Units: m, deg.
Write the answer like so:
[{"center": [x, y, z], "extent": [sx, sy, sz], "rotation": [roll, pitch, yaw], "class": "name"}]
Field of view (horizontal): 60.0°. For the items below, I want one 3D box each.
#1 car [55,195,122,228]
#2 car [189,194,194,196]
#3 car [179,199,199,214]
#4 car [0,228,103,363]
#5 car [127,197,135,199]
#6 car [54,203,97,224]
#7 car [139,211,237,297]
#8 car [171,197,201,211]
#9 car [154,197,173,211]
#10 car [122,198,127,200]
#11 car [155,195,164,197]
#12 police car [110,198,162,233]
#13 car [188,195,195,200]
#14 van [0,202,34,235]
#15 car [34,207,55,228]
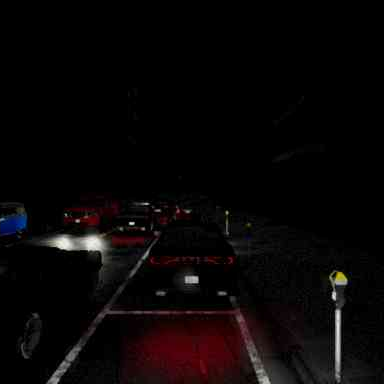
[{"center": [-6.246, 1.223, 20.932], "extent": [2.150, 2.045, 5.566], "rotation": [0, 0, 0], "class": "car"}, {"center": [-0.257, 1.501, 84.576], "extent": [1.967, 1.590, 4.097], "rotation": [0, 0, 0], "class": "car"}, {"center": [-0.290, 1.557, 36.484], "extent": [2.008, 1.369, 4.403], "rotation": [0, 0, 0], "class": "car"}, {"center": [-3.047, 1.601, 5.817], "extent": [1.895, 1.301, 4.718], "rotation": [0, 0, 0], "class": "car"}, {"center": [-8.815, 1.591, 41.985], "extent": [1.802, 1.307, 4.206], "rotation": [0, 0, 0], "class": "car"}, {"center": [-8.815, 1.585, 25.481], "extent": [1.802, 1.307, 4.206], "rotation": [0, 0, 0], "class": "car"}, {"center": [-0.006, 1.478, 8.650], "extent": [1.882, 1.535, 5.008], "rotation": [0, 0, 0], "class": "car"}, {"center": [-0.290, 1.443, 25.481], "extent": [1.967, 1.590, 4.097], "rotation": [0, 0, 0], "class": "car"}, {"center": [-3.049, 1.531, 33.460], "extent": [1.812, 1.442, 4.674], "rotation": [0, 0, 0], "class": "car"}, {"center": [-8.815, 1.572, 36.483], "extent": [1.947, 1.339, 4.313], "rotation": [0, 0, 0], "class": "car"}, {"center": [-8.782, 1.643, 84.589], "extent": [1.802, 1.307, 4.206], "rotation": [0, 0, 0], "class": "car"}, {"center": [-3.146, 1.427, 19.934], "extent": [1.930, 1.638, 5.238], "rotation": [0, 0, 0], "class": "police car"}, {"center": [-0.237, 1.636, 95.394], "extent": [2.008, 1.369, 4.403], "rotation": [0, 0, 0], "class": "car"}, {"center": [-8.815, 1.342, 14.478], "extent": [1.690, 1.788, 3.998], "rotation": [0, 0, 0], "class": "van"}, {"center": [-8.815, 1.567, 19.979], "extent": [1.947, 1.339, 4.313], "rotation": [0, 0, 0], "class": "car"}]
